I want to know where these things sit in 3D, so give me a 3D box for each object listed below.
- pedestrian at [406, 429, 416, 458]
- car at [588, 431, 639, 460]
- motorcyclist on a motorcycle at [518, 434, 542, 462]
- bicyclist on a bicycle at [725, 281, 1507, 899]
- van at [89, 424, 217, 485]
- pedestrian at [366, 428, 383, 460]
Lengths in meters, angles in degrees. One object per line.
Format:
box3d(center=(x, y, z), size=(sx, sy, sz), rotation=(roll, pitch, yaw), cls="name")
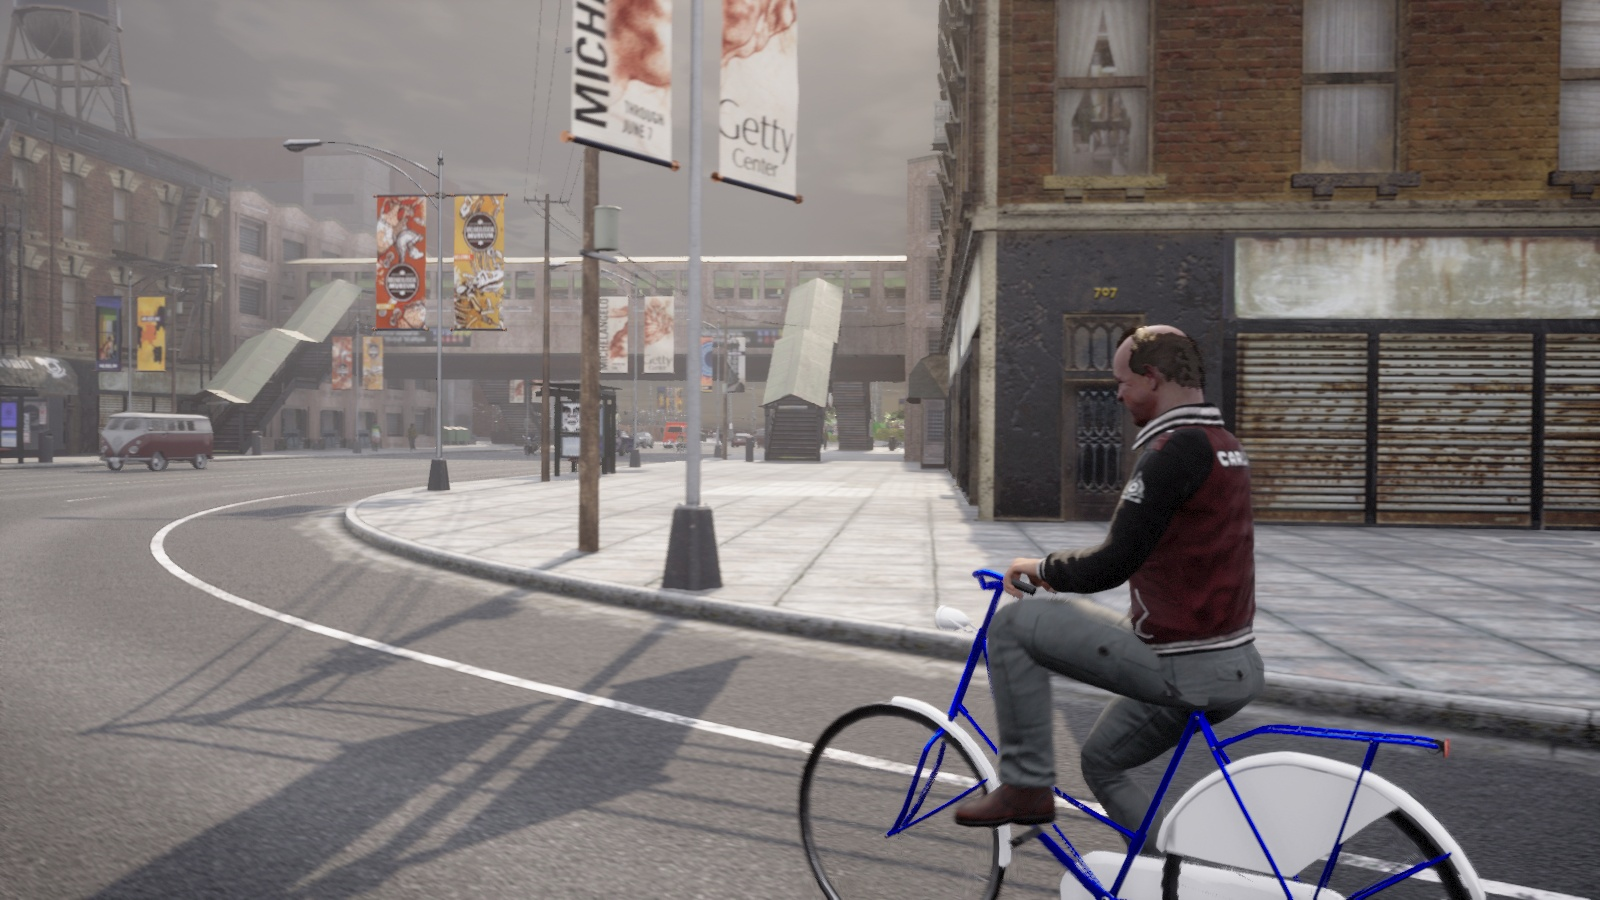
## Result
box3d(center=(-25.010, -0.438, 80.731), size=(0.431, 1.840, 0.709), rotation=(0, 1, 1), cls="pedestrian")
box3d(center=(-11.622, -0.321, 78.488), size=(2.097, 1.767, 4.553), rotation=(0, 1, 6), cls="car")
box3d(center=(-15.701, -0.122, 73.089), size=(0.866, 1.590, 1.817), rotation=(0, 1, 6), cls="motorcyclist on a motorcycle")
box3d(center=(0.728, 0.554, 3.246), size=(1.843, 1.776, 0.659), rotation=(0, 1, 36), cls="bicyclist on a bicycle")
box3d(center=(-22.286, 0.115, 43.487), size=(1.775, 1.987, 4.442), rotation=(0, 1, 6), cls="van")
box3d(center=(-25.667, -0.368, 75.735), size=(0.659, 1.952, 0.873), rotation=(0, 1, 3), cls="pedestrian")
